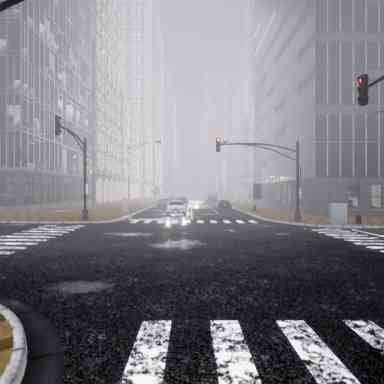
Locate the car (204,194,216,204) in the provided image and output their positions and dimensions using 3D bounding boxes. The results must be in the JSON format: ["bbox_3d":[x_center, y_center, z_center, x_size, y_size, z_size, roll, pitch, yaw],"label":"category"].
[{"bbox_3d":[3.795,1.313,63.920,2.192,1.841,5.009,0,0,0],"label":"car"}]

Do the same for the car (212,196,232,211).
[{"bbox_3d":[3.934,1.579,41.811,1.947,1.339,4.313,0,0,0],"label":"car"}]

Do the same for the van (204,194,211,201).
[{"bbox_3d":[3.727,1.321,80.503,1.690,1.788,3.998,0,0,0],"label":"van"}]

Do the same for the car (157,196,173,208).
[{"bbox_3d":[-4.018,1.593,47.305,1.802,1.307,4.206,0,0,0],"label":"car"}]

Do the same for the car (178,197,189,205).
[{"bbox_3d":[-1.564,1.601,62.082,1.895,1.301,4.718,0,0,0],"label":"car"}]

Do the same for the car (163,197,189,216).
[{"bbox_3d":[-1.489,1.543,32.429,1.812,1.442,4.674,0,0,0],"label":"car"}]

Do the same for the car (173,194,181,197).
[{"bbox_3d":[-1.561,1.514,51.941,1.837,1.490,4.892,0,0,0],"label":"car"}]

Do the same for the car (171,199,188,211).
[{"bbox_3d":[-1.527,1.614,42.265,1.895,1.301,4.718,0,0,0],"label":"car"}]

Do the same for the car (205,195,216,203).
[{"bbox_3d":[3.772,1.432,69.448,1.967,1.590,4.097,0,0,0],"label":"car"}]

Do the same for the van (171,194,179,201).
[{"bbox_3d":[-4.153,1.321,80.471,1.690,1.788,3.998,0,0,0],"label":"van"}]

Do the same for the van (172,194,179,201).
[{"bbox_3d":[-4.175,1.315,85.998,1.690,1.788,3.998,0,0,0],"label":"van"}]

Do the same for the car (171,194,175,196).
[{"bbox_3d":[-4.085,1.564,63.888,1.947,1.339,4.313,0,0,0],"label":"car"}]
